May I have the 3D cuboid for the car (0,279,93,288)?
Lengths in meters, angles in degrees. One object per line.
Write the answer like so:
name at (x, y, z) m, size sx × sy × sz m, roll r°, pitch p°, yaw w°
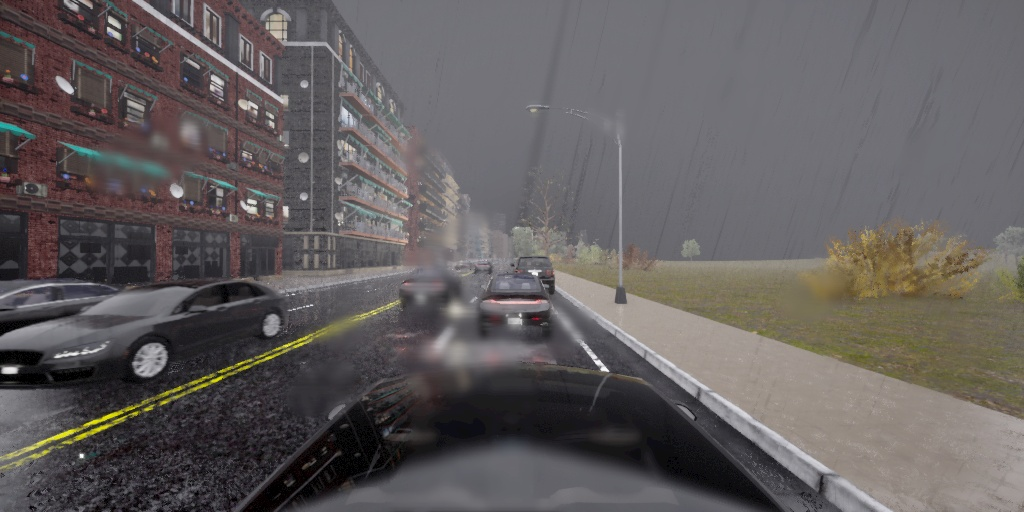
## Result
car at (-9.855, 1.242, 7.003) m, size 2.128 × 1.511 × 4.902 m, roll 0°, pitch 0°, yaw 0°

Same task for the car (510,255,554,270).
car at (1.115, 0.977, 20.189) m, size 2.150 × 2.045 × 5.566 m, roll 0°, pitch 0°, yaw 0°

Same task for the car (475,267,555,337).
car at (0.090, 1.243, 10.318) m, size 2.128 × 1.511 × 4.902 m, roll 0°, pitch 0°, yaw 0°

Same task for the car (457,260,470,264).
car at (-6.656, 1.314, 50.378) m, size 1.994 × 1.385 × 4.181 m, roll 0°, pitch 0°, yaw 0°

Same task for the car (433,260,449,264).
car at (-9.906, 1.255, 50.109) m, size 1.837 × 1.490 × 4.892 m, roll 0°, pitch 0°, yaw 0°

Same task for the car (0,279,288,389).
car at (-6.606, 1.256, 7.146) m, size 1.837 × 1.490 × 4.892 m, roll 0°, pitch 0°, yaw 0°

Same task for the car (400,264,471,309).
car at (-3.167, 1.242, 14.903) m, size 2.128 × 1.511 × 4.902 m, roll 0°, pitch 0°, yaw 0°

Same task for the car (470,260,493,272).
car at (-3.198, 1.242, 40.886) m, size 2.128 × 1.511 × 4.902 m, roll 0°, pitch 0°, yaw 0°
